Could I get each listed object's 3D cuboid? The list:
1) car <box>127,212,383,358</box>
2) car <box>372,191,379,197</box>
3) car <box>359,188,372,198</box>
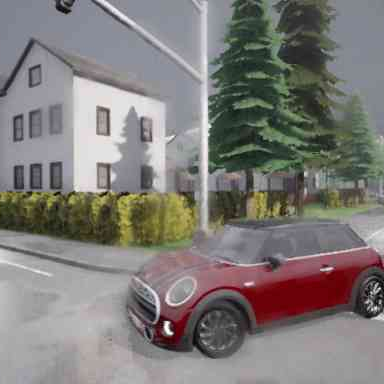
[{"bbox_3d":[1.196,1.281,5.883,4.553,1.767,2.097,0,0,-26],"label":"car"},{"bbox_3d":[35.644,0.413,68.566,3.806,1.475,1.970,0,1,37],"label":"car"},{"bbox_3d":[33.140,0.166,66.291,3.866,1.878,1.905,0,1,37],"label":"car"}]
